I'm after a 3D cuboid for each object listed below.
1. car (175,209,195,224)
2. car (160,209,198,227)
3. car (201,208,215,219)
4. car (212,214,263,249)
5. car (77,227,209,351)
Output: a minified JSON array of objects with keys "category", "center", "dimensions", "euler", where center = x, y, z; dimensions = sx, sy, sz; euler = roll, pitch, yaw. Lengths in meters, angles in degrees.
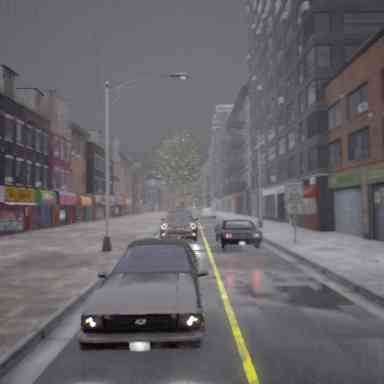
[{"category":"car","center":[-0.691,2.610,36.435],"dimensions":[2.033,1.411,5.357],"euler":[-1,-2,0]},{"category":"car","center":[-0.721,1.910,19.940],"dimensions":[2.097,1.767,4.553],"euler":[-1,-2,0]},{"category":"car","center":[2.219,2.897,46.054],"dimensions":[1.812,1.442,4.674],"euler":[-1,-2,0]},{"category":"car","center":[2.231,2.035,16.978],"dimensions":[1.895,1.301,4.718],"euler":[-1,-2,0]},{"category":"car","center":[-0.710,1.749,7.112],"dimensions":[2.033,1.411,5.357],"euler":[-1,-2,0]}]
